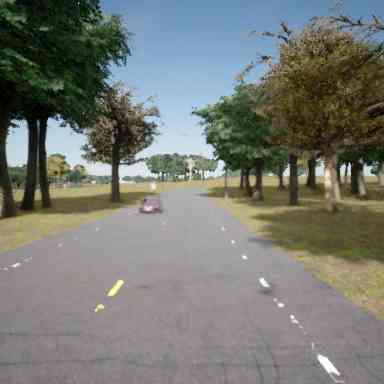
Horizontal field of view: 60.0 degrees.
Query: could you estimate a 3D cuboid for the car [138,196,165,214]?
[{"bbox_3d":[-3.604,1.114,29.879,1.812,1.442,4.674,0,1,0],"label":"car"}]
